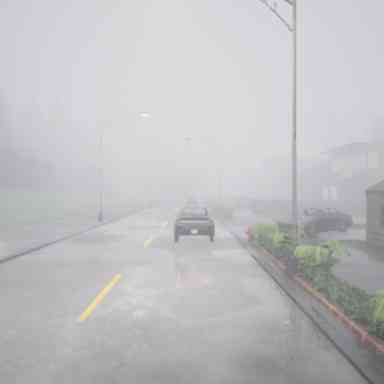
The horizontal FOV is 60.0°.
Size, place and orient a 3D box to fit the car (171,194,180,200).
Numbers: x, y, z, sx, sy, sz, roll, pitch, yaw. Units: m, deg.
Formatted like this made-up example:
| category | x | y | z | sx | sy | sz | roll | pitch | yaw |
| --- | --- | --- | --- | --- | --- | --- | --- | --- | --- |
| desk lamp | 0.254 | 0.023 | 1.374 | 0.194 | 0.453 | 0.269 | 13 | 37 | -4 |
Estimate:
| category | x | y | z | sx | sy | sz | roll | pitch | yaw |
| --- | --- | --- | --- | --- | --- | --- | --- | --- | --- |
| car | -3.940 | 1.221 | 77.790 | 2.097 | 1.767 | 4.553 | 0 | 0 | 0 |

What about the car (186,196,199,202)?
| category | x | y | z | sx | sy | sz | roll | pitch | yaw |
| --- | --- | --- | --- | --- | --- | --- | --- | --- | --- |
| car | 0.134 | 1.496 | 54.318 | 1.837 | 1.490 | 4.892 | 0 | -1 | 0 |

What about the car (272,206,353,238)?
| category | x | y | z | sx | sy | sz | roll | pitch | yaw |
| --- | --- | --- | --- | --- | --- | --- | --- | --- | --- |
| car | 6.317 | 1.454 | 17.096 | 5.357 | 1.415 | 2.033 | 0 | 0 | -40 |

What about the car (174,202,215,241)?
| category | x | y | z | sx | sy | sz | roll | pitch | yaw |
| --- | --- | --- | --- | --- | --- | --- | --- | --- | --- |
| car | 0.103 | 1.489 | 16.619 | 2.128 | 1.511 | 4.902 | 0 | 0 | 0 |
